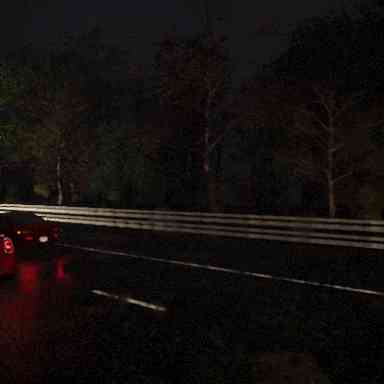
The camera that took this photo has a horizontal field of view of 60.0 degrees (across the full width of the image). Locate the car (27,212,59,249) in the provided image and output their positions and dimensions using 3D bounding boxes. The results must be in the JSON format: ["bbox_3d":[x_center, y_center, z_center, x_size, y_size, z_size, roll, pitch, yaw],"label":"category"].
[{"bbox_3d":[-7.244,1.530,13.361,4.674,1.442,1.812,0,0,35],"label":"car"}]

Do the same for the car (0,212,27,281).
[{"bbox_3d":[-6.581,1.356,8.610,4.553,1.767,2.097,0,0,35],"label":"car"}]
